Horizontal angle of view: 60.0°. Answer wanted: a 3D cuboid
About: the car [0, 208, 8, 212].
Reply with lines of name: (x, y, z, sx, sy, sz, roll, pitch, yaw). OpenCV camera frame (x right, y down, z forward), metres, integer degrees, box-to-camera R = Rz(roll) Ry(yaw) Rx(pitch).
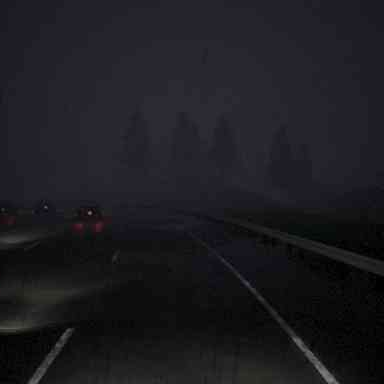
car: (-7.923, 1.463, 10.259, 2.128, 1.511, 4.902, 0, 0, -8)

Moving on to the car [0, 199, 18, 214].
car: (-18.172, 1.418, 32.577, 1.812, 1.442, 4.674, 0, 0, -25)

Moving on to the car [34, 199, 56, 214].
car: (-14.876, 1.441, 33.733, 1.994, 1.385, 4.181, 0, 0, -25)

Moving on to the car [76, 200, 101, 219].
car: (-8.520, 1.415, 27.492, 1.812, 1.442, 4.674, 0, 0, -19)
